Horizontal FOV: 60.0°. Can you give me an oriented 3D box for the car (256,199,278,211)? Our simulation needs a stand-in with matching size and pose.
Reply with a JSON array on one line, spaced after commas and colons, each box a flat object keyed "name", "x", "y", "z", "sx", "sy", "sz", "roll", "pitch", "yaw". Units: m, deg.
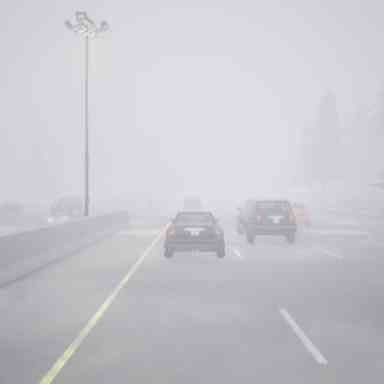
[{"name": "car", "x": 10.537, "y": 1.808, "z": 47.270, "sx": 2.128, "sy": 1.511, "sz": 4.902, "roll": 0, "pitch": 0, "yaw": 1}]

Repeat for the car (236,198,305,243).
[{"name": "car", "x": 3.599, "y": 1.335, "z": 16.893, "sx": 2.150, "sy": 2.045, "sz": 5.566, "roll": 0, "pitch": 0, "yaw": 0}]

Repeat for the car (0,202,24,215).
[{"name": "car", "x": -21.004, "y": 1.794, "z": 37.312, "sx": 2.033, "sy": 1.411, "sz": 5.357, "roll": 0, "pitch": 0, "yaw": 0}]

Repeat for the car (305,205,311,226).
[{"name": "car", "x": 7.100, "y": 1.517, "z": 24.737, "sx": 2.097, "sy": 1.767, "sz": 4.553, "roll": 0, "pitch": -1, "yaw": 0}]

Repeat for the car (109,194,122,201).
[{"name": "car", "x": -17.507, "y": 1.521, "z": 76.357, "sx": 2.150, "sy": 2.045, "sz": 5.566, "roll": 0, "pitch": 0, "yaw": 0}]

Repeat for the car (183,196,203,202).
[{"name": "car", "x": 0.098, "y": 1.480, "z": 38.500, "sx": 2.150, "sy": 2.045, "sz": 5.566, "roll": 0, "pitch": 0, "yaw": 0}]

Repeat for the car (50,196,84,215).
[{"name": "car", "x": -14.001, "y": 1.478, "z": 37.586, "sx": 2.150, "sy": 2.045, "sz": 5.566, "roll": 0, "pitch": 0, "yaw": 0}]

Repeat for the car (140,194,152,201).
[{"name": "car", "x": -10.507, "y": 1.521, "z": 76.376, "sx": 2.150, "sy": 2.045, "sz": 5.566, "roll": 0, "pitch": 0, "yaw": 0}]

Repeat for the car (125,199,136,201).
[{"name": "car", "x": -14.007, "y": 1.836, "z": 76.394, "sx": 2.033, "sy": 1.411, "sz": 5.357, "roll": 0, "pitch": 0, "yaw": 0}]

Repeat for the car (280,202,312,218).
[{"name": "car", "x": 10.503, "y": 1.753, "z": 33.870, "sx": 1.812, "sy": 1.442, "sz": 4.674, "roll": 0, "pitch": 0, "yaw": 0}]

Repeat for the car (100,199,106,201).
[{"name": "car", "x": -21.007, "y": 1.835, "z": 76.375, "sx": 2.033, "sy": 1.411, "sz": 5.357, "roll": 0, "pitch": 0, "yaw": 0}]

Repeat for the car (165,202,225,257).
[{"name": "car", "x": 0.100, "y": 1.442, "z": 13.535, "sx": 2.097, "sy": 1.767, "sz": 4.553, "roll": 0, "pitch": 0, "yaw": 0}]
